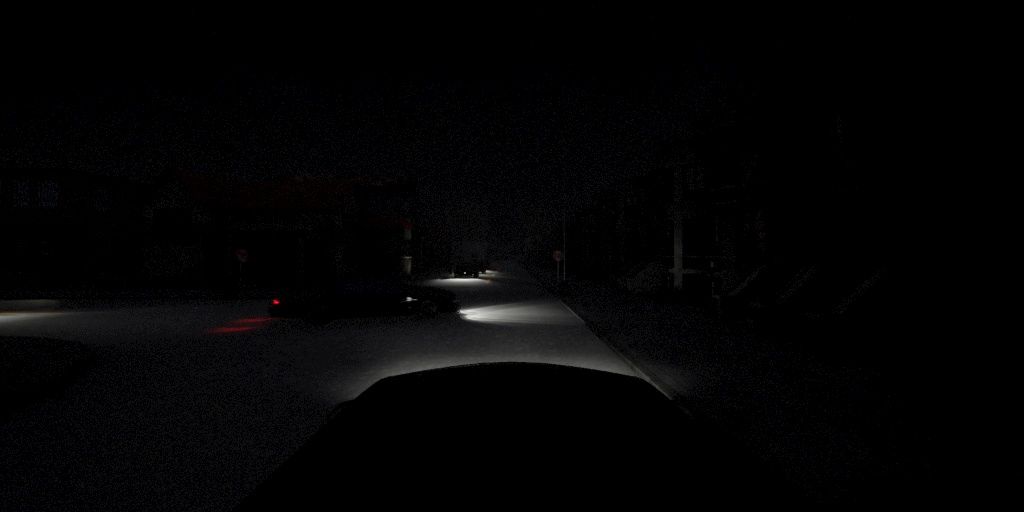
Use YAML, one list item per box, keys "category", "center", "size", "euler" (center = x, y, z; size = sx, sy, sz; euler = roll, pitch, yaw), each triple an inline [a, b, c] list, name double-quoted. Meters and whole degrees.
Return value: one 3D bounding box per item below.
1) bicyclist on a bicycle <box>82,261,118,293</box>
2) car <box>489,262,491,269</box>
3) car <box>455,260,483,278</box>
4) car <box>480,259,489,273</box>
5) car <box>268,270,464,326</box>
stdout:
- category: "bicyclist on a bicycle"
  center: [-21.604, 1.099, 18.823]
  size: [0.582, 1.620, 1.656]
  euler: [0, 0, 0]
- category: "car"
  center: [-4.137, 1.241, 52.756]
  size: [2.128, 1.511, 4.902]
  euler: [0, 0, 0]
- category: "car"
  center: [-4.148, 1.314, 33.556]
  size: [1.994, 1.385, 4.181]
  euler: [0, 0, 0]
- category: "car"
  center: [-4.152, 1.228, 42.442]
  size: [1.882, 1.535, 5.008]
  euler: [0, 0, 0]
- category: "car"
  center: [-4.452, 1.297, 11.379]
  size: [5.357, 1.411, 2.033]
  euler: [0, 0, -17]
